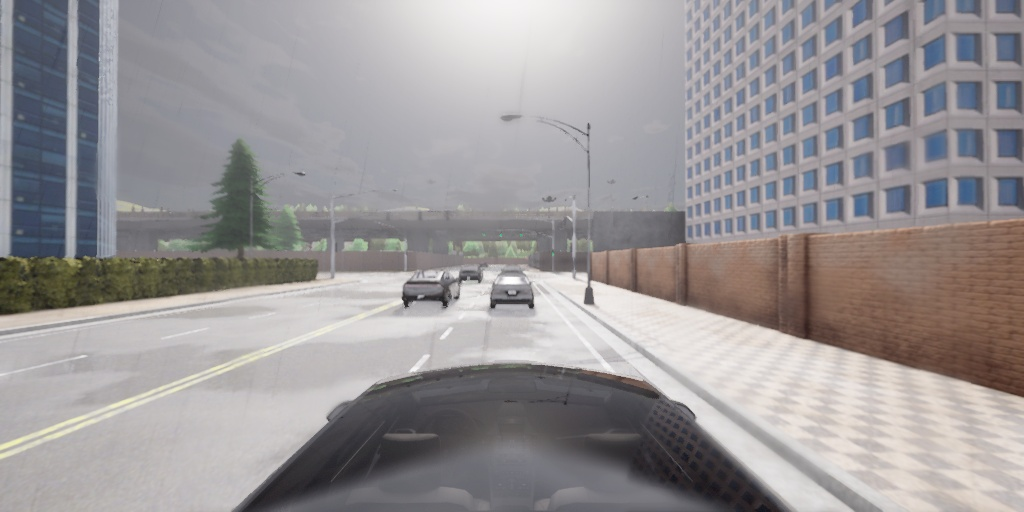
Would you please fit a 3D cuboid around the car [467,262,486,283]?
[{"bbox_3d":[-3.523,1.533,31.155,1.837,1.490,4.892,0,0,-1],"label":"car"}]

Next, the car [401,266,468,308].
[{"bbox_3d":[-3.492,1.378,16.157,2.128,1.511,4.902,0,0,0],"label":"car"}]

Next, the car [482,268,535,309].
[{"bbox_3d":[0.003,1.430,15.845,2.033,1.411,5.357,0,-1,0],"label":"car"}]

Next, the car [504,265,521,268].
[{"bbox_3d":[0.075,1.533,31.136,1.837,1.490,4.892,0,0,3],"label":"car"}]
